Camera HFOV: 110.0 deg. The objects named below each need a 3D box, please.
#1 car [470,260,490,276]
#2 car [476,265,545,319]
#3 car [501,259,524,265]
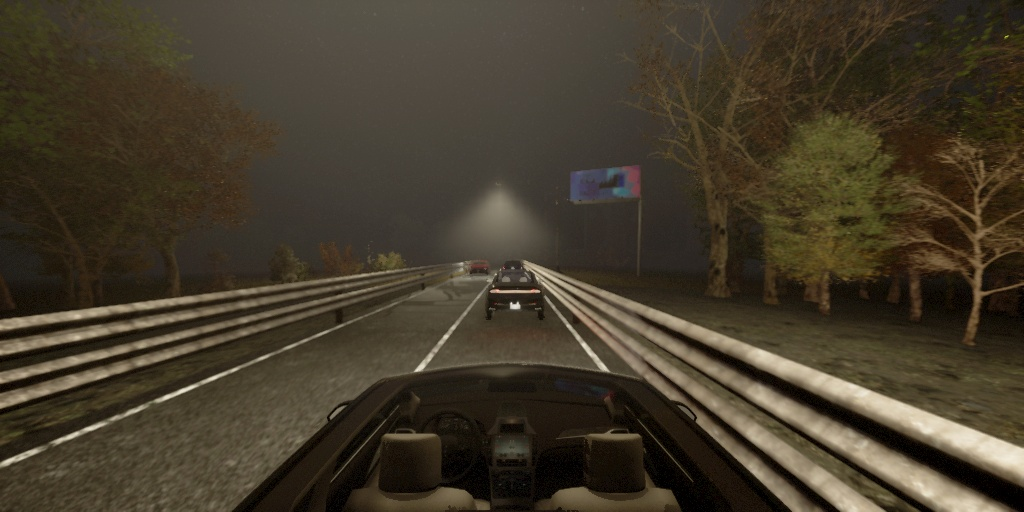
[{"bbox_3d":[-3.329,1.216,37.932,1.882,1.535,5.008,0,0,0],"label":"car"},{"bbox_3d":[0.092,1.238,12.691,2.128,1.511,4.902,0,0,0],"label":"car"},{"bbox_3d":[0.080,1.091,33.582,2.097,1.767,4.553,0,0,0],"label":"car"}]
